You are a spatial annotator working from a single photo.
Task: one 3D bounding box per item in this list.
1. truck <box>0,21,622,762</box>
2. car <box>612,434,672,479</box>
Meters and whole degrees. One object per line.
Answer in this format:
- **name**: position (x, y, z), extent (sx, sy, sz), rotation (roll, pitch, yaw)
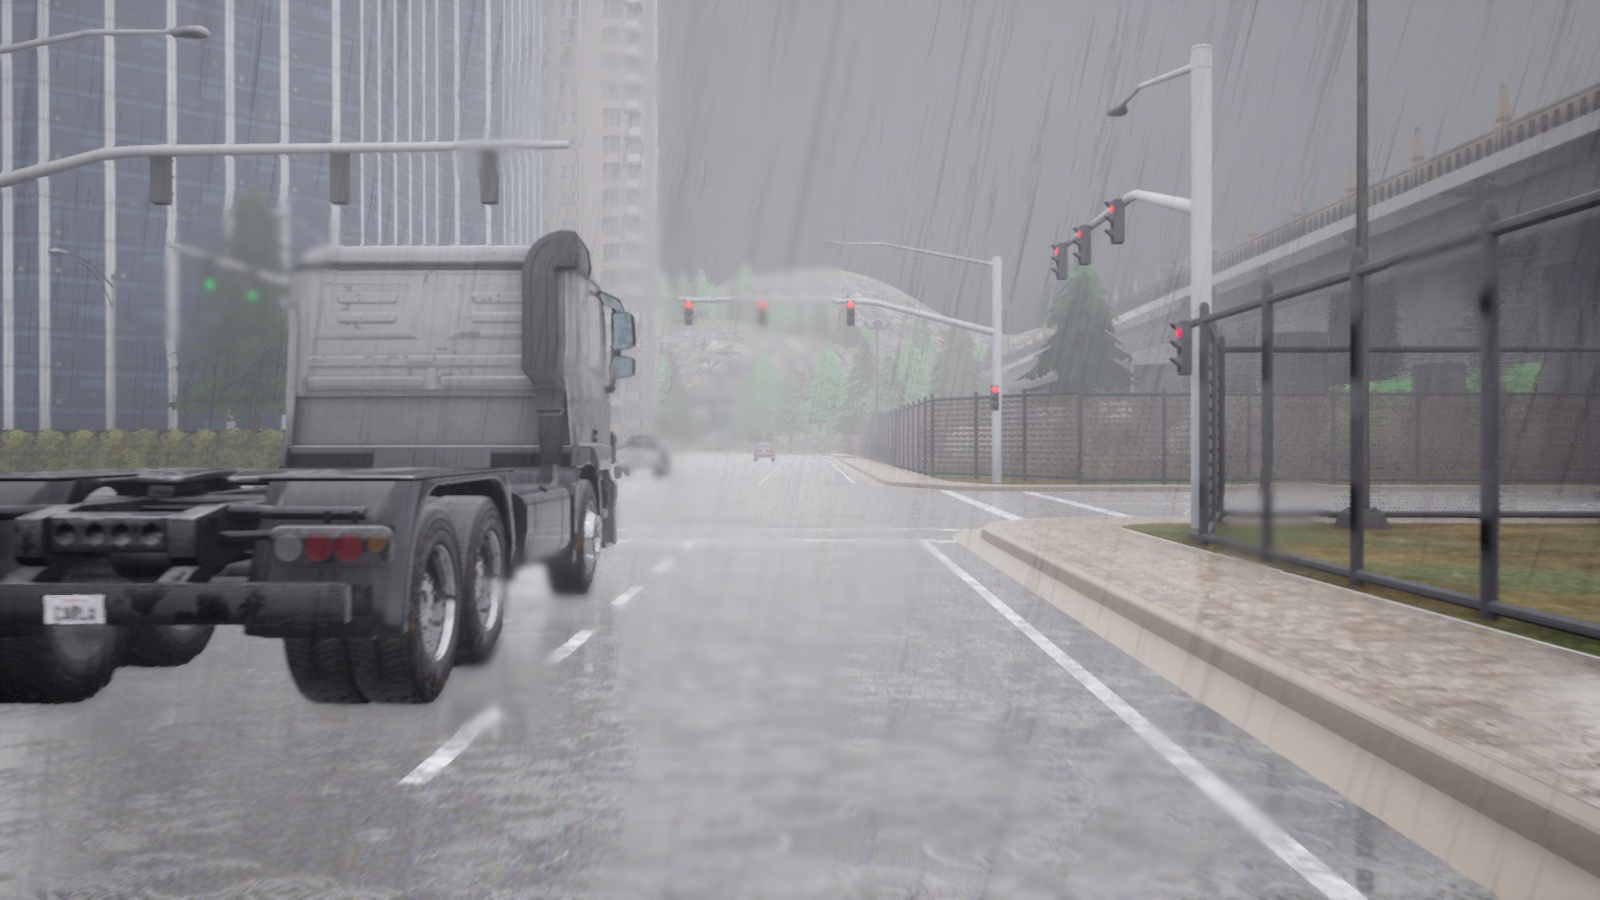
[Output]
- **truck**: position (-3.428, -0.294, 9.845), extent (2.891, 3.462, 7.936), rotation (0, 0, 0)
- **car**: position (-6.684, 0.256, 53.473), extent (1.932, 1.855, 4.605), rotation (0, 0, 0)
